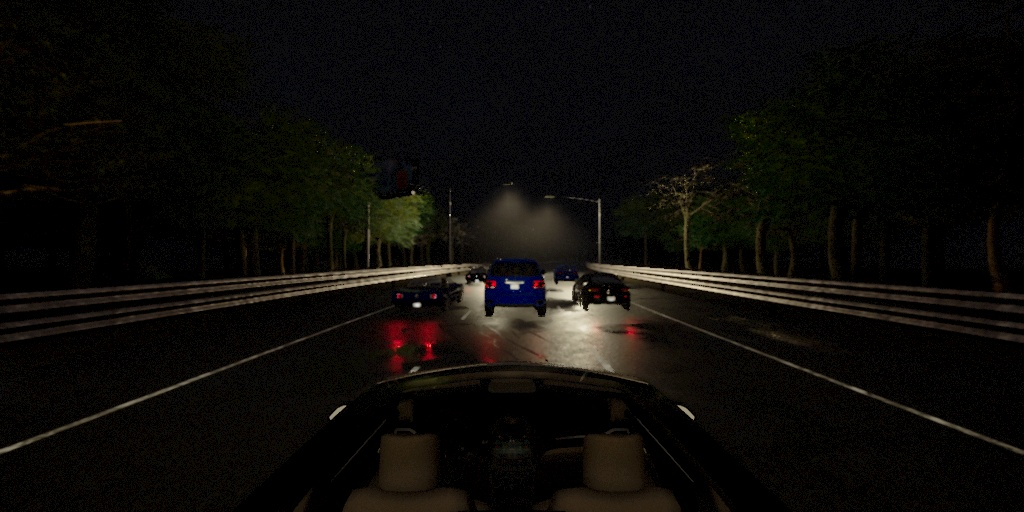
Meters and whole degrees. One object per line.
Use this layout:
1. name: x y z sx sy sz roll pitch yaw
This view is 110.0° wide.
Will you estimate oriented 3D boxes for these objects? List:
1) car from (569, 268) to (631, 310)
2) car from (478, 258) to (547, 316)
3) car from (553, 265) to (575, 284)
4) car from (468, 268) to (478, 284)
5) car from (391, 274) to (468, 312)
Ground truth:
1. car: 3.742 1.413 15.447 1.812 1.442 4.674 0 0 3
2. car: 0.178 1.100 14.217 2.150 2.045 5.566 0 0 2
3. car: 4.533 1.519 30.462 1.882 1.535 5.008 0 0 5
4. car: -2.538 1.637 29.917 1.895 1.301 4.718 0 -1 5
5. car: -3.287 1.485 15.002 1.895 1.301 4.718 0 -1 2
